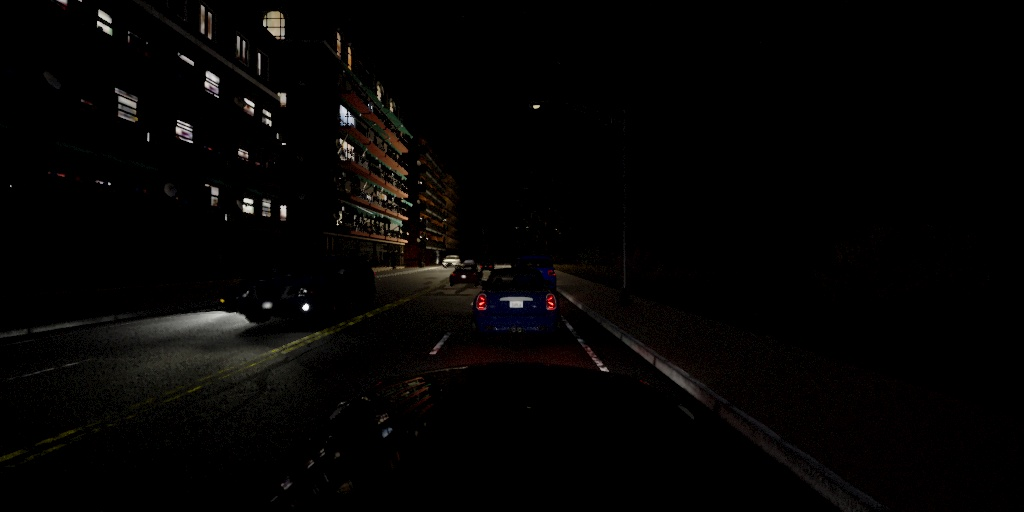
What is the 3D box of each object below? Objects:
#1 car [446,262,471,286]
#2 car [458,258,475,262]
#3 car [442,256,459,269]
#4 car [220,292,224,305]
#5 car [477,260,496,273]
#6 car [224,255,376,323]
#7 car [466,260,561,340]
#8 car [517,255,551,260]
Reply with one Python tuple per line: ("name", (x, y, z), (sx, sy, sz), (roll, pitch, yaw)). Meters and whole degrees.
("car", (-3.150, 1.316, 25.401), (1.994, 1.385, 4.181), (0, 0, 0))
("car", (-6.590, 1.298, 55.434), (2.033, 1.411, 5.357), (0, 0, 0))
("car", (-9.828, 0.974, 58.488), (2.150, 2.045, 5.566), (0, 0, 0))
("car", (-9.851, 1.316, 15.043), (1.994, 1.385, 4.181), (0, 0, 0))
("car", (-3.146, 1.298, 45.716), (2.033, 1.411, 5.357), (0, 0, 0))
("car", (-6.602, 0.973, 12.433), (2.150, 2.045, 5.566), (0, 0, 0))
("car", (0.098, 1.103, 10.172), (2.097, 1.767, 4.553), (0, 0, 0))
("car", (1.137, 0.977, 19.747), (2.150, 2.045, 5.566), (0, 0, 0))
